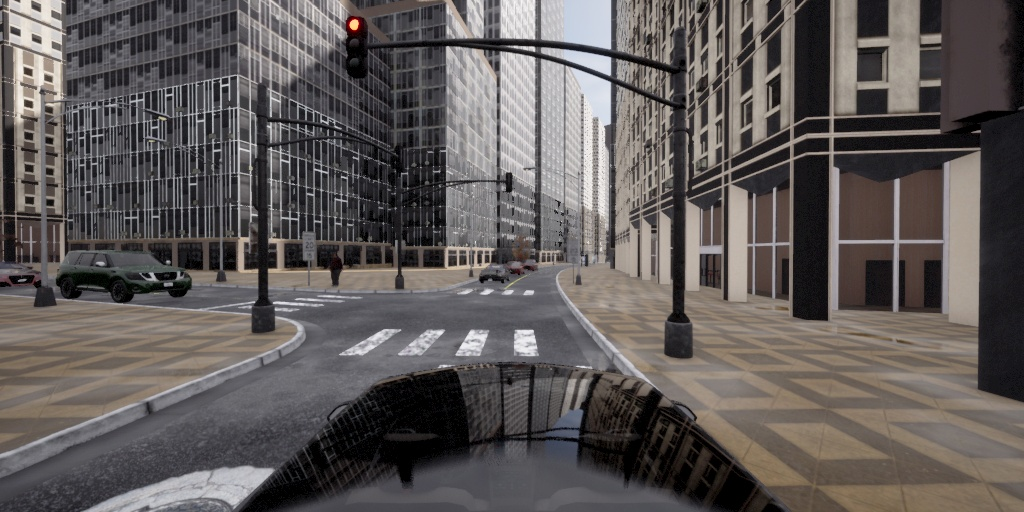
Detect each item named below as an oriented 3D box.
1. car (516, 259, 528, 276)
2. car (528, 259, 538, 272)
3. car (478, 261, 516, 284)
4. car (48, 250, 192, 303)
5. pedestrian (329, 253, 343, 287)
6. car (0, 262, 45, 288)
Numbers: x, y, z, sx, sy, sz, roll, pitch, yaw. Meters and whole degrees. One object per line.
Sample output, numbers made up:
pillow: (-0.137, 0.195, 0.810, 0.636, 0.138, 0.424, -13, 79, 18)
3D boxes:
car: (0.228, 1.299, 38.466, 1.882, 1.535, 5.008, 0, 0, 9)
car: (2.301, 1.230, 49.630, 2.097, 1.767, 4.553, 0, 0, 12)
car: (-1.224, 1.331, 28.096, 2.033, 1.411, 5.357, 0, 0, 7)
car: (-16.617, 0.770, 15.363, 5.566, 2.045, 2.150, 1, 1, 17)
pedestrian: (-9.580, 0.716, 19.426, 0.375, 1.860, 0.375, 0, 0, 16)
car: (-25.803, 0.981, 18.019, 4.181, 1.385, 1.994, 1, 1, 16)
